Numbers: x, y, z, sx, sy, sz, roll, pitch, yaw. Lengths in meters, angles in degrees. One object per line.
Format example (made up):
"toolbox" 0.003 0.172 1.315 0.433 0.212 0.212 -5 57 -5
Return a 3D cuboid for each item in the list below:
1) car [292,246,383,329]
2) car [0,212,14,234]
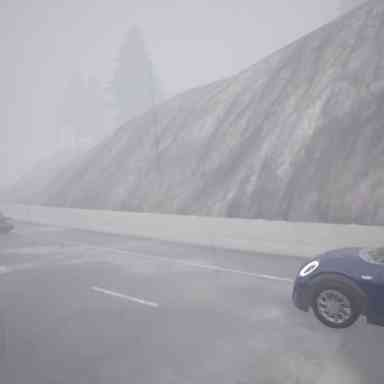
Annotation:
"car" 4.069 1.370 5.477 4.553 1.767 2.097 0 0 35
"car" -11.571 1.567 18.213 5.357 1.411 2.033 0 0 43
